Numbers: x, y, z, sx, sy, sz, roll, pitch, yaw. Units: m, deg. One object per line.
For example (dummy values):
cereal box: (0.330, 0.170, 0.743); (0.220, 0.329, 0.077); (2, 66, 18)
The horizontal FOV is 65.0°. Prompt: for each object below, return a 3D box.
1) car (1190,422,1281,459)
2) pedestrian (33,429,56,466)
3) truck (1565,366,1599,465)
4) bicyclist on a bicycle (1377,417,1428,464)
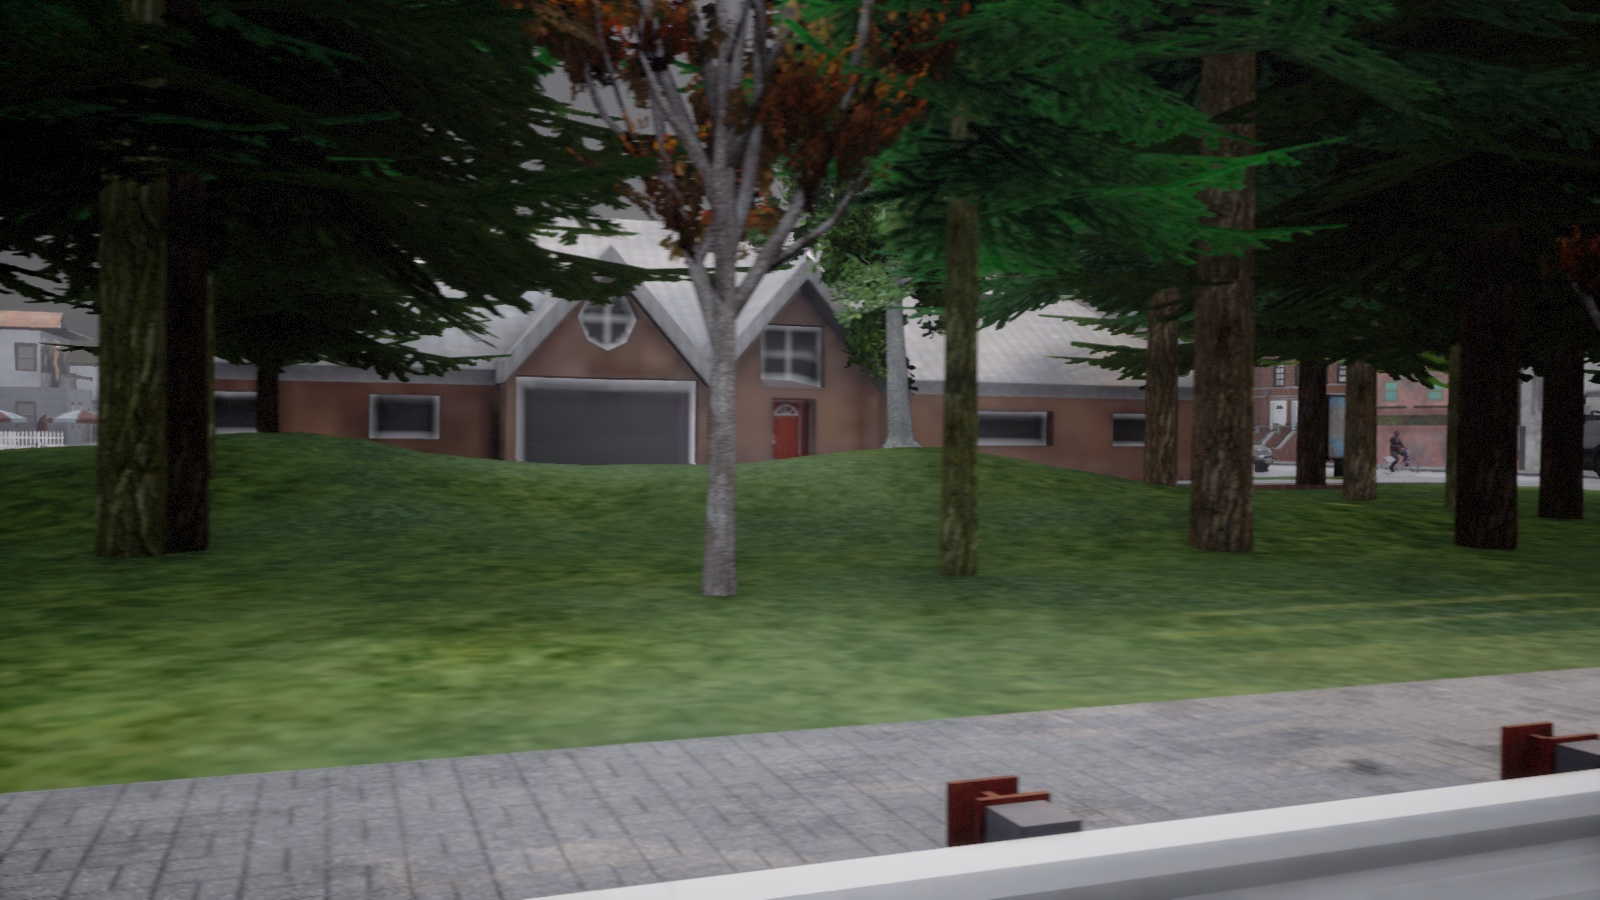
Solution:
car: (19.955, -0.459, 57.730); (1.851, 1.617, 3.988); (-1, 1, -20)
pedestrian: (-38.524, -0.120, 64.055); (0.899, 1.844, 0.634); (-1, 1, -21)
truck: (30.159, -1.191, 41.796); (2.891, 3.462, 7.936); (-1, 1, -20)
bicyclist on a bicycle: (23.340, -0.376, 48.680); (0.659, 1.776, 1.843); (-1, 1, -20)
